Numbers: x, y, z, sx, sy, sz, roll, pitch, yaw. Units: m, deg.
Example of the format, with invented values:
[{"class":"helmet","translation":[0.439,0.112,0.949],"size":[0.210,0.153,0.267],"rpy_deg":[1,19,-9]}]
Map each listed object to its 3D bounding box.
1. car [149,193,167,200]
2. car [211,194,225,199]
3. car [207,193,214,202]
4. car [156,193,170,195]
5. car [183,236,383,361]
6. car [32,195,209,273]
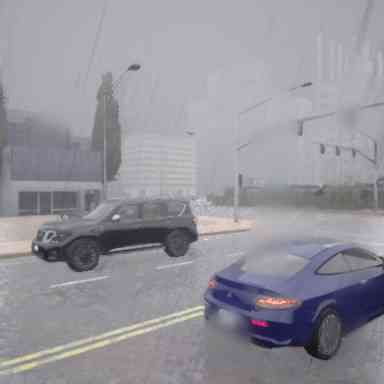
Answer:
[{"class":"car","translation":[-9.070,1.299,89.478],"size":[4.605,1.855,1.932],"rpy_deg":[0,0,-38]},{"class":"car","translation":[6.577,1.481,69.452],"size":[3.806,1.475,1.970],"rpy_deg":[0,0,-38]},{"class":"car","translation":[4.800,1.248,71.739],"size":[3.866,1.878,1.905],"rpy_deg":[0,0,-38]},{"class":"car","translation":[-7.328,1.295,87.166],"size":[3.866,1.878,1.905],"rpy_deg":[0,0,-38]},{"class":"car","translation":[2.302,1.530,5.921],"size":[4.674,1.442,1.812],"rpy_deg":[0,0,-38]},{"class":"car","translation":[-2.297,1.243,11.256],"size":[5.566,2.045,2.150],"rpy_deg":[0,0,-39]}]
